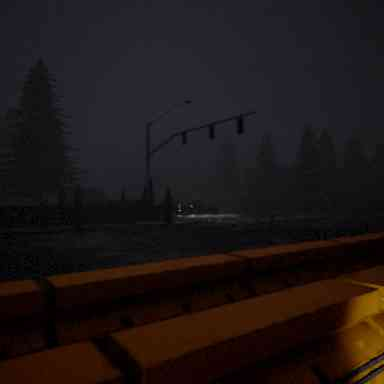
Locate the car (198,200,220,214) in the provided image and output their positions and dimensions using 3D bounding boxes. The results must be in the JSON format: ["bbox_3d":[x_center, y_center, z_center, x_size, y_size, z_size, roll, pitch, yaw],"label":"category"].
[{"bbox_3d":[1.185,1.659,38.481,1.882,1.535,5.008,1,0,-36],"label":"car"}]

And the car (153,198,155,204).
[{"bbox_3d":[-6.425,1.763,61.807,1.812,1.442,4.674,0,0,-6],"label":"car"}]

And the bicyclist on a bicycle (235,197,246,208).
[{"bbox_3d":[7.210,1.568,49.083,1.656,1.620,0.582,0,0,-32],"label":"bicyclist on a bicycle"}]

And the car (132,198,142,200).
[{"bbox_3d":[-9.874,1.755,59.986,2.033,1.411,5.357,1,0,-36],"label":"car"}]

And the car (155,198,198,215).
[{"bbox_3d":[-1.777,1.506,36.611,2.097,1.767,4.553,1,0,-36],"label":"car"}]

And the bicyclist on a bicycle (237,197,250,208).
[{"bbox_3d":[7.564,1.567,48.215,1.656,1.620,0.582,0,0,-8],"label":"bicyclist on a bicycle"}]
